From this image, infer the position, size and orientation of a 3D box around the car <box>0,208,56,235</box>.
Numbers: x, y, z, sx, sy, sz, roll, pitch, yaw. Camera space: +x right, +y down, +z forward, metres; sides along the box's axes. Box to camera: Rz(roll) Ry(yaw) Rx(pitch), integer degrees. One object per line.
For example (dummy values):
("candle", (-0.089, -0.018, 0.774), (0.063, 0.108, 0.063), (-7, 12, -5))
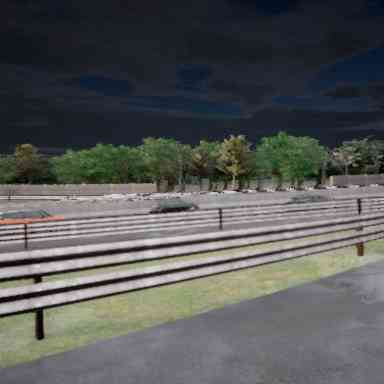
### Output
("car", (-12.472, 2.081, 23.729), (4.902, 1.511, 2.128), (-3, 1, -19))

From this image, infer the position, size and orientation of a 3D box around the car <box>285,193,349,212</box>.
("car", (10.353, 1.056, 27.693), (5.357, 1.411, 2.033), (-3, 1, -19))

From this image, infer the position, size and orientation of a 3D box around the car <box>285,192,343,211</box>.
("car", (11.662, 0.853, 31.825), (4.902, 1.511, 2.128), (-3, 1, -19))

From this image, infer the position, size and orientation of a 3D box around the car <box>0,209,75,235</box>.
("car", (-9.797, 1.878, 20.933), (4.553, 1.767, 2.097), (-3, 1, -19))

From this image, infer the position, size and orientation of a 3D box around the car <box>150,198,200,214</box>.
("car", (-1.569, 1.309, 31.077), (4.553, 1.767, 2.097), (-3, 1, -19))
